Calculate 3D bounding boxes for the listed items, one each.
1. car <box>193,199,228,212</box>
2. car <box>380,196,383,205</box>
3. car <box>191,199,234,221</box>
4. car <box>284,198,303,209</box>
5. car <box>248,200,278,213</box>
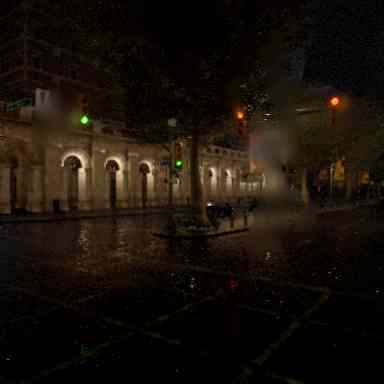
[{"bbox_3d":[2.211,1.514,39.097,1.895,1.301,4.718,0,0,36],"label":"car"},{"bbox_3d":[33.625,1.484,57.161,1.837,1.490,4.892,0,0,36],"label":"car"},{"bbox_3d":[1.727,1.509,27.087,1.994,1.385,4.181,0,0,36],"label":"car"},{"bbox_3d":[13.774,1.493,43.711,2.033,1.411,5.357,0,0,36],"label":"car"},{"bbox_3d":[7.504,1.509,35.080,1.994,1.385,4.181,0,0,35],"label":"car"}]
